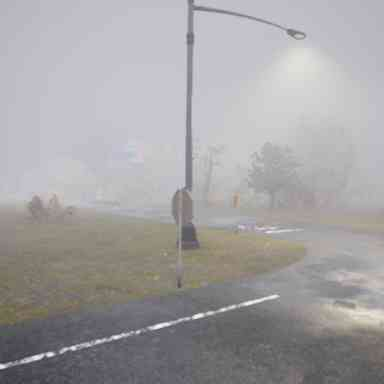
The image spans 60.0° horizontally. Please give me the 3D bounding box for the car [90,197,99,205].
[{"bbox_3d":[-17.031,1.596,60.335,1.812,1.442,4.674,1,0,-34],"label":"car"}]

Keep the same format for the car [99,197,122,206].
[{"bbox_3d":[-13.209,1.682,54.649,1.895,1.301,4.718,1,0,-33],"label":"car"}]
